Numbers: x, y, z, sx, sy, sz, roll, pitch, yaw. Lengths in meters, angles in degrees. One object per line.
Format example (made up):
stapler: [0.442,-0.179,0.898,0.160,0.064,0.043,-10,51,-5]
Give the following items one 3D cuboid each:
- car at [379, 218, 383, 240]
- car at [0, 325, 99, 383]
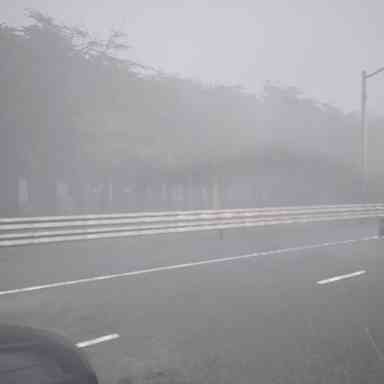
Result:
car: [10.447,1.456,14.986,5.008,1.535,1.882,0,0,-33]
car: [-2.914,1.501,1.636,4.892,1.490,1.837,-1,0,-36]
